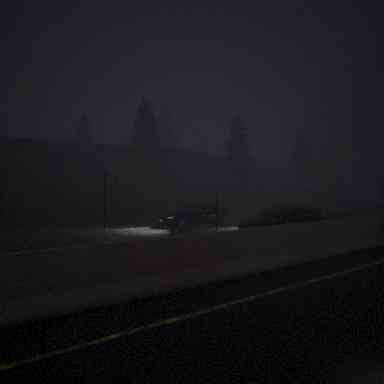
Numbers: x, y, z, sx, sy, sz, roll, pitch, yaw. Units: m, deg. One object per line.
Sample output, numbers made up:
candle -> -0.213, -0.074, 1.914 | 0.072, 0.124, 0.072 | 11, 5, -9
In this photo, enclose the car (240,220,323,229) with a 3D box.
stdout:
car -> 4.240, 1.433, 15.800 | 4.892, 1.490, 1.837 | 0, 0, -36
